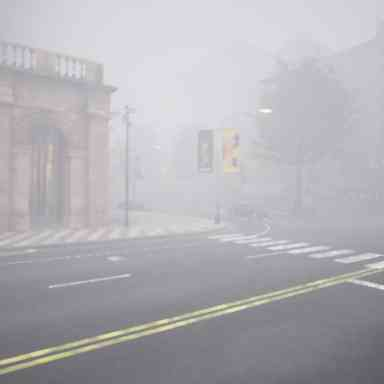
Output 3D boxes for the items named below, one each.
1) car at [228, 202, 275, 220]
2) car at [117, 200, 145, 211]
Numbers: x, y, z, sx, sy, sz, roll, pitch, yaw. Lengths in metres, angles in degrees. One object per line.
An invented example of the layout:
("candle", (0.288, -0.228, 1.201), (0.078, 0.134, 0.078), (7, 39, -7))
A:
("car", (5.298, 1.732, 30.276), (1.837, 1.490, 4.892), (1, 1, -35))
("car", (-7.990, 1.732, 43.518), (1.895, 1.301, 4.718), (1, 0, -35))
